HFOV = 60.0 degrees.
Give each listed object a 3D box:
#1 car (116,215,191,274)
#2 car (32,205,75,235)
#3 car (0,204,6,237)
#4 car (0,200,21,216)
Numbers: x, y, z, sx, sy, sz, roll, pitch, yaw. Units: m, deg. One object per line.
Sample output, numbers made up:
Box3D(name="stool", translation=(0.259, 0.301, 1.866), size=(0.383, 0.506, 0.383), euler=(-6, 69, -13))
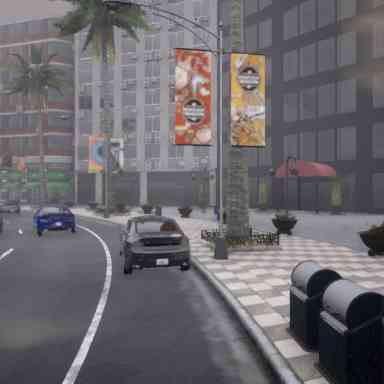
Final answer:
Box3D(name="car", translation=(-1.341, 1.502, 10.678), size=(1.837, 1.490, 4.892), euler=(0, 0, -14))
Box3D(name="car", translation=(-8.010, 1.469, 19.117), size=(1.882, 1.535, 5.008), euler=(0, 0, -29))
Box3D(name="car", translation=(-10.805, 1.553, 16.969), size=(1.994, 1.385, 4.181), euler=(0, 0, -28))
Box3D(name="car", translation=(-18.057, 1.473, 31.674), size=(4.902, 1.511, 2.128), euler=(0, 0, 42))
